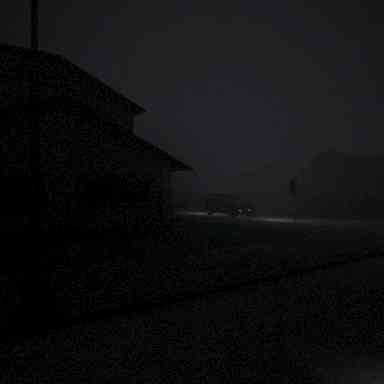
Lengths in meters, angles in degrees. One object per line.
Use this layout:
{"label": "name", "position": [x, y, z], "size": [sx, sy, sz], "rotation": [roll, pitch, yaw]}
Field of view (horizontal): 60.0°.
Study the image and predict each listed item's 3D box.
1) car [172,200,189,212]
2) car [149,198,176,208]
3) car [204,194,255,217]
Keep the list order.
{"label": "car", "position": [-2.344, 1.612, 39.658], "size": [1.895, 1.301, 4.718], "rotation": [0, 0, -35]}
{"label": "car", "position": [-4.511, 1.614, 49.733], "size": [1.895, 1.301, 4.718], "rotation": [0, 0, -35]}
{"label": "car", "position": [3.455, 1.233, 31.468], "size": [2.150, 2.045, 5.566], "rotation": [0, 0, -35]}
